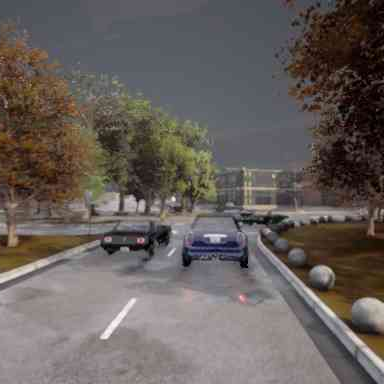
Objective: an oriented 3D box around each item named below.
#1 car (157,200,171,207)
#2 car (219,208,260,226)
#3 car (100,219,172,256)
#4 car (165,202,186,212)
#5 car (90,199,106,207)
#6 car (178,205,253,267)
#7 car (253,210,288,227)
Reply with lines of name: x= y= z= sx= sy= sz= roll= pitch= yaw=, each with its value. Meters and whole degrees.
car: x=-6.756 y=3.678 z=93.654 sx=4.792 sy=1.488 sz=2.163 roll=1 pitch=-1 yaw=-11
car: x=4.399 y=2.215 z=30.345 sx=1.994 sy=1.385 sz=4.181 roll=-1 pitch=-2 yaw=36
car: x=-2.116 y=1.792 z=14.045 sx=1.895 sy=1.301 sz=4.718 roll=0 pitch=-1 yaw=7
car: x=-2.096 y=3.000 z=60.433 sx=4.181 sy=1.385 sz=1.994 roll=0 pitch=-2 yaw=24
car: x=-26.817 y=3.299 z=91.532 sx=4.553 sy=1.767 sz=2.185 roll=1 pitch=-1 yaw=-11
car: x=0.856 y=1.528 z=12.295 sx=2.097 sy=1.767 sz=4.553 roll=0 pitch=-1 yaw=4
car: x=6.328 y=2.196 z=27.823 sx=1.895 sy=1.301 sz=4.718 roll=-1 pitch=-2 yaw=39
